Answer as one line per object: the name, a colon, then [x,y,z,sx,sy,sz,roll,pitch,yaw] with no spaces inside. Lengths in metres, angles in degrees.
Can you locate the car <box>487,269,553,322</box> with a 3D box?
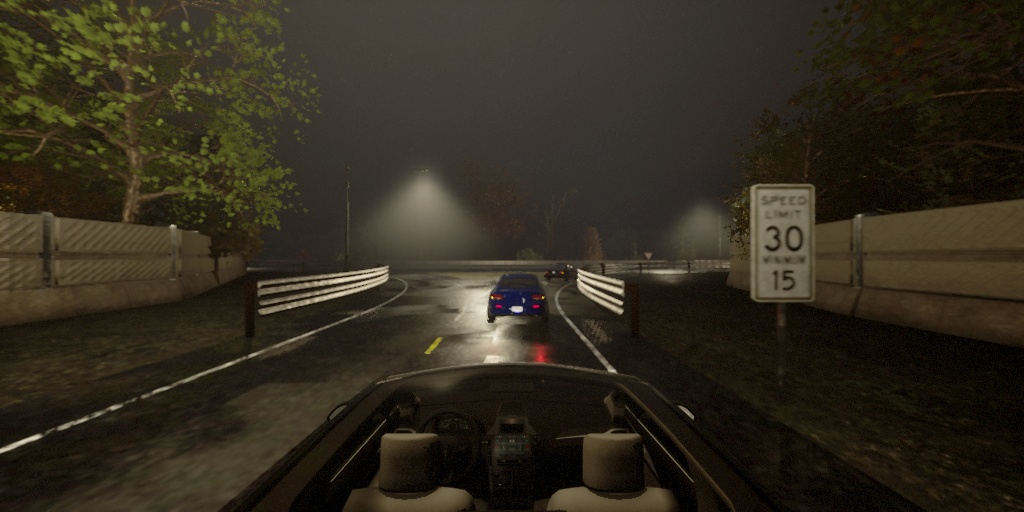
car: [0.231,1.294,12.194,1.812,1.442,4.674,0,0,2]

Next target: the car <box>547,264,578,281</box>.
car: [4.370,1.348,30.730,2.033,1.411,5.357,0,0,25]
